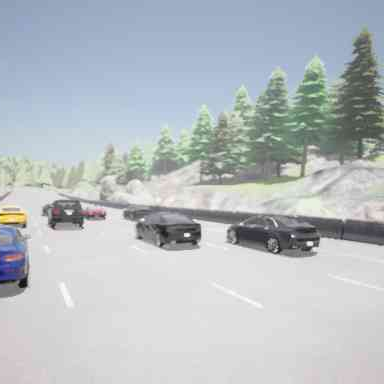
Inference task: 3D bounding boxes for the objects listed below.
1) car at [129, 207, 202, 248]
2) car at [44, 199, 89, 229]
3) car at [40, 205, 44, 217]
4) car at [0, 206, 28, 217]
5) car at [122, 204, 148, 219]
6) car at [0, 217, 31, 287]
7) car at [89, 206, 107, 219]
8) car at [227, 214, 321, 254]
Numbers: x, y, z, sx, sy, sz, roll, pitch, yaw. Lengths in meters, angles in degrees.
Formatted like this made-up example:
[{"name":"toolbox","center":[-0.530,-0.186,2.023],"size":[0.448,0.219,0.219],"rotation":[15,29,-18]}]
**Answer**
[{"name":"car","center":[-1.329,1.721,16.405],"size":[1.882,1.535,5.008],"rotation":[1,-1,-27]},{"name":"car","center":[-9.492,1.552,24.809],"size":[2.150,2.045,5.566],"rotation":[1,-1,-27]},{"name":"car","center":[-16.432,2.007,38.543],"size":[1.837,1.490,4.892],"rotation":[1,-1,-27]},{"name":"car","center":[-13.660,1.795,25.294],"size":[1.882,1.535,5.008],"rotation":[1,-1,-27]},{"name":"car","center":[-5.316,1.963,32.062],"size":[1.837,1.490,4.892],"rotation":[1,-1,-27]},{"name":"car","center":[-5.503,1.640,9.114],"size":[1.812,1.442,4.674],"rotation":[1,-1,-27]},{"name":"car","center":[-10.071,2.061,33.711],"size":[1.895,1.301,4.718],"rotation":[1,-1,-27]},{"name":"car","center":[3.393,1.746,14.818],"size":[1.837,1.490,4.892],"rotation":[1,-1,-27]}]
